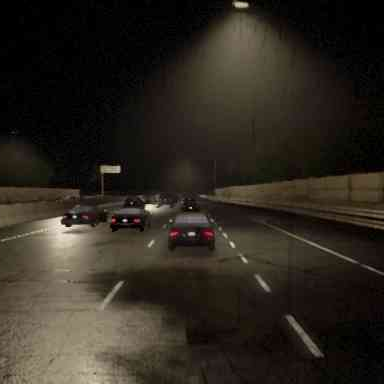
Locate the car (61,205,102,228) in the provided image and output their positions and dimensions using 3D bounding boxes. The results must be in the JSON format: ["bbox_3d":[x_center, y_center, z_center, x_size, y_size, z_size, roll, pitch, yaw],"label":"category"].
[{"bbox_3d":[-7.058,1.553,22.470,2.033,1.411,5.357,0,0,0],"label":"car"}]

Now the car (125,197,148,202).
[{"bbox_3d":[-7.188,1.374,41.615,2.097,1.767,4.553,0,0,-1],"label":"car"}]

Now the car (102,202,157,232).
[{"bbox_3d":[-3.546,1.552,20.034,2.033,1.411,5.357,0,0,0],"label":"car"}]

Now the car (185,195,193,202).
[{"bbox_3d":[-0.754,1.612,84.857,1.882,1.535,5.008,0,0,-1],"label":"car"}]

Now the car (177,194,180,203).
[{"bbox_3d":[-4.023,1.645,70.436,1.994,1.385,4.181,0,0,-1],"label":"car"}]

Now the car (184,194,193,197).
[{"bbox_3d":[-0.423,1.422,63.128,2.097,1.767,4.553,0,0,-1],"label":"car"}]

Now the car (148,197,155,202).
[{"bbox_3d":[-7.383,1.611,60.054,2.033,1.411,5.357,0,0,-1],"label":"car"}]

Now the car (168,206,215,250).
[{"bbox_3d":[-0.025,1.551,14.399,2.033,1.411,5.357,0,0,0],"label":"car"}]

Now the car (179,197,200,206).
[{"bbox_3d":[-0.137,1.576,35.206,1.994,1.385,4.181,0,0,0],"label":"car"}]

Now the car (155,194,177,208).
[{"bbox_3d":[-3.757,1.257,48.903,2.150,2.045,5.566,0,0,-1],"label":"car"}]
